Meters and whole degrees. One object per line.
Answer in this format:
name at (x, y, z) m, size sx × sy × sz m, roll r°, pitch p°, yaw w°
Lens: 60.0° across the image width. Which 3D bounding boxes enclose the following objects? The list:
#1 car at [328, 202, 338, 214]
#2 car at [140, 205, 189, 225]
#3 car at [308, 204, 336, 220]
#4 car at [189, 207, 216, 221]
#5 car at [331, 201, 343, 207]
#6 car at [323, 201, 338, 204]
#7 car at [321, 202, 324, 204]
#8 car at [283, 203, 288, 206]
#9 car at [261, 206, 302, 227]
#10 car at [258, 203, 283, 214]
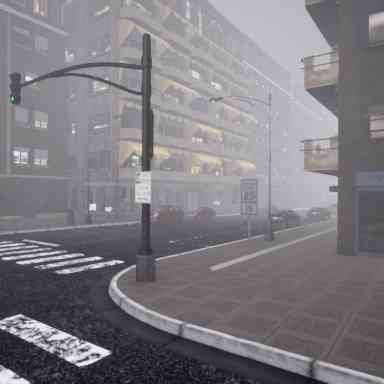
car at (20.704, 2.458, 46.257) m, size 1.752 × 1.417 × 4.829 m, roll -1°, pitch -2°, yaw 35°
car at (-2.409, 1.821, 27.563) m, size 1.967 × 1.590 × 4.097 m, roll -1°, pitch -1°, yaw 35°
car at (14.131, 2.295, 36.796) m, size 1.947 × 1.339 × 4.313 m, roll -1°, pitch -2°, yaw 35°
car at (0.829, 2.063, 32.220) m, size 1.802 × 1.307 × 4.206 m, roll -1°, pitch -1°, yaw 35°
car at (36.416, 3.022, 83.502) m, size 1.967 × 1.590 × 4.097 m, roll -1°, pitch -1°, yaw 35°
car at (23.570, 2.597, 54.841) m, size 1.812 × 1.442 × 4.674 m, roll 0°, pitch -1°, yaw 35°
car at (29.934, 2.822, 74.187) m, size 1.967 × 1.590 × 4.097 m, roll -1°, pitch -1°, yaw 35°
car at (13.682, 2.404, 50.722) m, size 1.752 × 1.417 × 4.829 m, roll -1°, pitch -1°, yaw 35°
car at (7.655, 2.095, 27.476) m, size 1.947 × 1.339 × 4.313 m, roll -1°, pitch -2°, yaw 35°
car at (10.541, 2.327, 46.201) m, size 1.887 × 1.381 × 4.507 m, roll -1°, pitch -1°, yaw 35°
